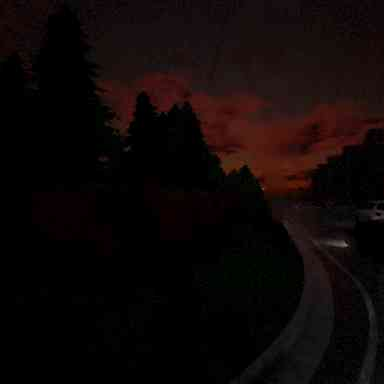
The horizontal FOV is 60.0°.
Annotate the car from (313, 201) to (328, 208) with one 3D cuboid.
[{"bbox_3d":[27.958,2.775,73.021,1.994,1.385,4.181,0,-1,12],"label":"car"}]

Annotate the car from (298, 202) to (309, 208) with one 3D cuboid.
[{"bbox_3d":[24.385,2.824,73.076,1.895,1.301,4.718,0,-1,12],"label":"car"}]

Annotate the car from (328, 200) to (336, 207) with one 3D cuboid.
[{"bbox_3d":[32.915,2.800,79.211,1.882,1.535,5.008,0,-1,12],"label":"car"}]

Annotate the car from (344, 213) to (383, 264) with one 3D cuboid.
[{"bbox_3d":[7.362,1.758,12.569,2.033,1.411,5.357,0,-1,11],"label":"car"}]

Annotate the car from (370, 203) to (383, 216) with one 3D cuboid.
[{"bbox_3d":[24.940,2.219,43.289,1.837,1.490,4.892,0,-1,13],"label":"car"}]

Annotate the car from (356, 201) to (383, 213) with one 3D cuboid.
[{"bbox_3d":[13.257,1.614,23.532,2.150,2.045,5.566,0,-1,13],"label":"car"}]

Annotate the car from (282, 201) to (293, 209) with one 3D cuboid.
[{"bbox_3d":[20.086,2.703,69.857,1.812,1.442,4.674,0,-1,12],"label":"car"}]
